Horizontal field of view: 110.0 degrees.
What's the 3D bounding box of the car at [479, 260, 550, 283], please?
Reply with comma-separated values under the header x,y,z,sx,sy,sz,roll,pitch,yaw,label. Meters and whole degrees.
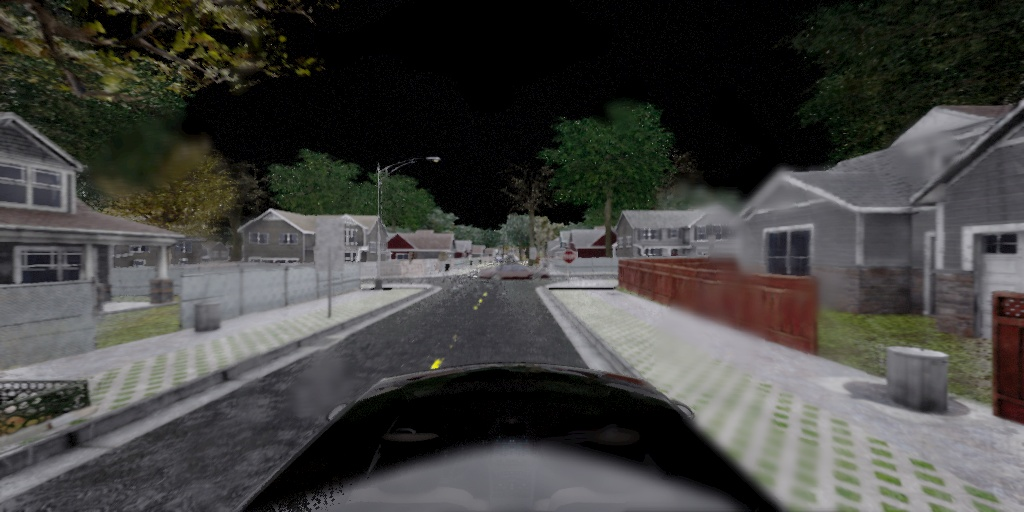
x,y,z,sx,sy,sz,roll,pitch,yaw,label
0.160,1.263,27.352,5.357,1.411,2.033,-1,0,-1,car
